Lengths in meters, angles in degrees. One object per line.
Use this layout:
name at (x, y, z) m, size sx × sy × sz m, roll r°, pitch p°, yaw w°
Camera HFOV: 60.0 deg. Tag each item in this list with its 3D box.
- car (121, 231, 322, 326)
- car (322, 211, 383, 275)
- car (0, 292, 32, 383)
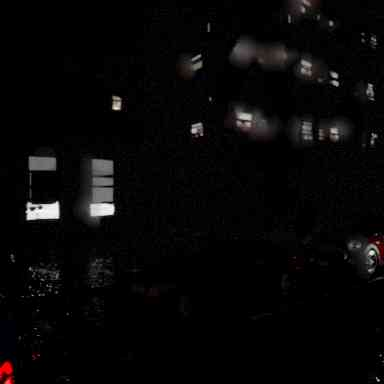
car at (0.617, 1.567, 6.969) m, size 4.206 × 1.307 × 1.802 m, roll 0°, pitch -1°, yaw -35°
car at (5.177, 1.407, 10.222) m, size 4.097 × 1.590 × 1.967 m, roll 0°, pitch -1°, yaw -35°
car at (-3.481, 1.226, 0.868) m, size 5.566 × 2.045 × 2.150 m, roll -1°, pitch 1°, yaw -35°
